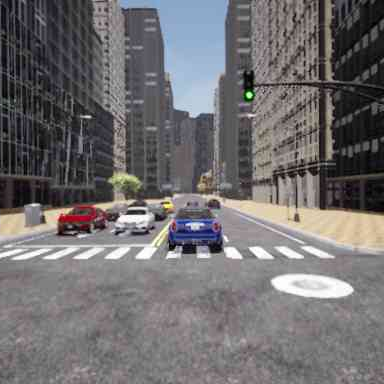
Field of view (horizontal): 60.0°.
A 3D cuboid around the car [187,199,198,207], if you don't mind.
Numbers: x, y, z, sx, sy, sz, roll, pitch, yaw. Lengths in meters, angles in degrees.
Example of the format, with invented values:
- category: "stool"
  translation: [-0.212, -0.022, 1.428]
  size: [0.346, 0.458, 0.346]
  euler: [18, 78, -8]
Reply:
- category: "car"
  translation: [0.095, 1.941, 60.423]
  size: [2.033, 1.411, 5.357]
  euler: [-1, 0, 0]

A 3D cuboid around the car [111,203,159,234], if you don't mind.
- category: "car"
  translation: [-3.316, 1.645, 20.184]
  size: [1.812, 1.442, 4.674]
  euler: [-1, 0, 0]

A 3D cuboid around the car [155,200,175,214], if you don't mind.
- category: "car"
  translation: [-3.192, 1.750, 40.090]
  size: [1.882, 1.535, 5.008]
  euler: [-1, 0, 0]

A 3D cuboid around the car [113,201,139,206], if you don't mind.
- category: "car"
  translation: [-6.533, 1.777, 30.359]
  size: [2.033, 1.411, 5.357]
  euler: [-1, 0, 0]

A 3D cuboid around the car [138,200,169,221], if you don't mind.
- category: "car"
  translation: [-3.284, 1.742, 29.874]
  size: [2.033, 1.411, 5.357]
  euler: [-1, 0, 0]

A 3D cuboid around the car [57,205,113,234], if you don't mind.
- category: "car"
  translation: [-6.565, 1.630, 20.434]
  size: [1.882, 1.535, 5.008]
  euler: [-1, 0, 0]

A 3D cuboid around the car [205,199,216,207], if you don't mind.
- category: "car"
  translation: [3.346, 1.967, 60.860]
  size: [1.895, 1.301, 4.718]
  euler: [-1, 0, 0]

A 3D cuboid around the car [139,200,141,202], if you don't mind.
- category: "car"
  translation: [-6.441, 1.786, 40.730]
  size: [1.882, 1.535, 5.008]
  euler: [-1, 0, 0]

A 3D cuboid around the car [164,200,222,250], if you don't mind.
- category: "car"
  translation: [0.120, 1.392, 14.588]
  size: [2.097, 1.767, 4.553]
  euler: [-1, -1, 0]
